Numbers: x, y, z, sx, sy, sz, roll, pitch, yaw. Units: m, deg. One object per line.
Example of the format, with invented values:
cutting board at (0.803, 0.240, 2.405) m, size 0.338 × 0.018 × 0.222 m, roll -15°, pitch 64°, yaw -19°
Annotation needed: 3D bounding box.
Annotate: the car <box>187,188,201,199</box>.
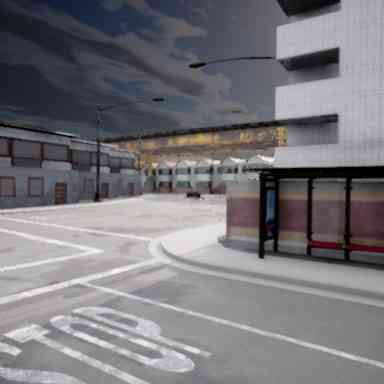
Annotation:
car at (0.214, 0.133, 49.503) m, size 1.882 × 1.535 × 5.008 m, roll 1°, pitch 1°, yaw -4°
